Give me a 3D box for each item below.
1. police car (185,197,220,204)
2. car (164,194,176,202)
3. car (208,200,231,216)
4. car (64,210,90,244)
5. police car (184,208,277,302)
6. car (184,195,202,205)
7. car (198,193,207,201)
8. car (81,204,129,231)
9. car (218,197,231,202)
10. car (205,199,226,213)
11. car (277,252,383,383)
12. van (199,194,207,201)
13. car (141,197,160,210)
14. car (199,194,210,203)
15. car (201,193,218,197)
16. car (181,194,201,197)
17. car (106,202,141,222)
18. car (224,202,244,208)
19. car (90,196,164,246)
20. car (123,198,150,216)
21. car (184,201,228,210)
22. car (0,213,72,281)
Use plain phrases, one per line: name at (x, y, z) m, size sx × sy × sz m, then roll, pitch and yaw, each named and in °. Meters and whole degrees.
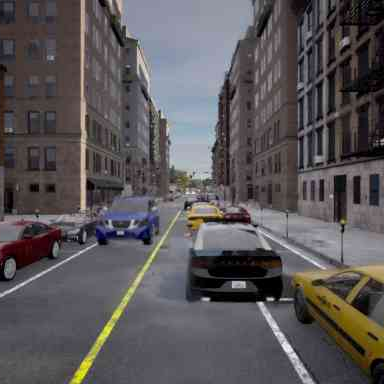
police car at (0.707, 1.422, 24.407) m, size 1.930 × 1.638 × 5.238 m, roll 0°, pitch 0°, yaw -2°
car at (-5.422, 1.300, 76.473) m, size 2.192 × 1.841 × 5.009 m, roll 0°, pitch 0°, yaw 0°
car at (2.635, 1.540, 32.550) m, size 1.887 × 1.381 × 4.507 m, roll 0°, pitch 0°, yaw 0°
car at (-5.390, 1.549, 15.502) m, size 2.008 × 1.369 × 4.403 m, roll 0°, pitch 0°, yaw 0°
police car at (0.823, 1.425, 8.435) m, size 1.930 × 1.638 × 5.238 m, roll 0°, pitch 0°, yaw 0°
car at (0.009, 1.471, 42.463) m, size 1.882 × 1.535 × 5.008 m, roll 0°, pitch 0°, yaw 0°
car at (2.683, 1.296, 87.482) m, size 2.192 × 1.841 × 5.009 m, roll 0°, pitch 0°, yaw 0°
car at (-5.390, 1.542, 21.185) m, size 1.887 × 1.381 × 4.507 m, roll 0°, pitch 0°, yaw 0°
car at (2.635, 1.437, 26.868) m, size 1.967 × 1.590 × 4.097 m, roll 0°, pitch 0°, yaw 0°
car at (2.635, 1.545, 38.232) m, size 2.008 × 1.369 × 4.403 m, roll 0°, pitch 0°, yaw 0°
car at (2.635, 1.525, 4.308) m, size 1.752 × 1.417 × 4.829 m, roll 0°, pitch 0°, yaw 0°
van at (2.688, 1.324, 81.978) m, size 1.690 × 1.788 × 3.998 m, roll 0°, pitch 0°, yaw 0°
car at (-5.391, 1.433, 43.913) m, size 1.967 × 1.590 × 4.097 m, roll 0°, pitch 0°, yaw 0°
car at (2.697, 1.301, 70.970) m, size 2.192 × 1.841 × 5.009 m, roll 0°, pitch 0°, yaw 0°
car at (2.634, 1.308, 43.914) m, size 2.192 × 1.841 × 5.009 m, roll 0°, pitch 0°, yaw 0°
car at (0.339, 1.515, 51.777) m, size 1.812 × 1.442 × 4.674 m, roll 0°, pitch 0°, yaw 23°
car at (-5.390, 1.563, 26.867) m, size 1.947 × 1.339 × 4.313 m, roll 0°, pitch 0°, yaw 0°
car at (2.635, 1.542, 21.185) m, size 1.887 × 1.381 × 4.507 m, roll 0°, pitch 0°, yaw 0°
car at (-2.752, 1.220, 15.565) m, size 2.150 × 2.045 × 5.566 m, roll 0°, pitch 0°, yaw 0°
car at (-5.390, 1.436, 32.549) m, size 1.967 × 1.590 × 4.097 m, roll 0°, pitch 0°, yaw 0°
car at (0.716, 1.480, 18.353) m, size 1.882 × 1.535 × 5.008 m, roll 0°, pitch 0°, yaw 2°
car at (-5.390, 1.544, 9.820) m, size 1.887 × 1.381 × 4.507 m, roll 0°, pitch 0°, yaw 0°
